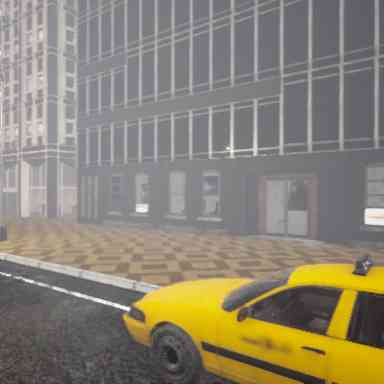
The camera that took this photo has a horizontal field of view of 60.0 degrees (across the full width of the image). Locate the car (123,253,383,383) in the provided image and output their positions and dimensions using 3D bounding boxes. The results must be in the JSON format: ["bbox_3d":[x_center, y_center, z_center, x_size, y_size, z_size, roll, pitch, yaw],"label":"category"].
[{"bbox_3d":[1.549,1.460,3.656,5.366,1.575,1.801,0,0,36],"label":"car"}]
